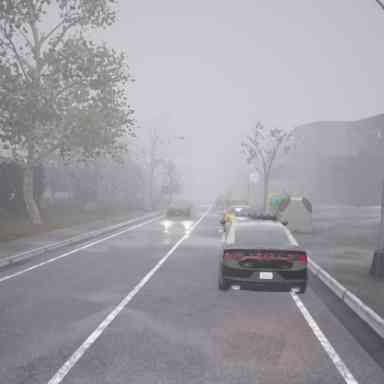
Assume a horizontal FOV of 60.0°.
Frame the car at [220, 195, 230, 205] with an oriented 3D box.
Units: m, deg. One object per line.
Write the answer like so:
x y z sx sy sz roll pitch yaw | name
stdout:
3.376 1.278 24.893 2.097 1.767 4.553 1 0 6 | car

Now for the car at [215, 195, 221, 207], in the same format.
4.463 1.165 48.046 2.097 1.767 4.553 0 0 3 | car

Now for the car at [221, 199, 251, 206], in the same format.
2.770 1.405 19.117 1.801 1.575 5.366 1 0 6 | car

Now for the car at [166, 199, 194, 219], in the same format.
-0.906 1.349 27.915 1.882 1.535 5.008 1 0 6 | car

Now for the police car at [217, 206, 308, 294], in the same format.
1.716 1.414 9.045 1.930 1.638 5.238 1 0 6 | police car
